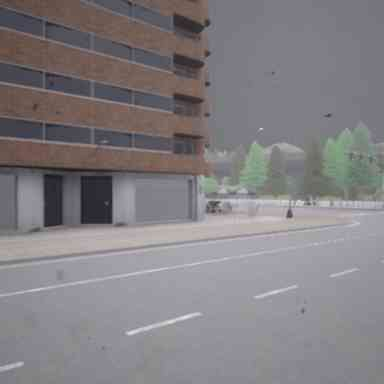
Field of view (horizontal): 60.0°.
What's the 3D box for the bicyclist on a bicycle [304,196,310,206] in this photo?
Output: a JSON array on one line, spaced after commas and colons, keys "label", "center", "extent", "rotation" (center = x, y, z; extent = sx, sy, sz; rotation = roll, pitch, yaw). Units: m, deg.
[{"label": "bicyclist on a bicycle", "center": [17.402, 1.364, 50.044], "extent": [1.656, 1.620, 0.582], "rotation": [0, 0, -37]}]
